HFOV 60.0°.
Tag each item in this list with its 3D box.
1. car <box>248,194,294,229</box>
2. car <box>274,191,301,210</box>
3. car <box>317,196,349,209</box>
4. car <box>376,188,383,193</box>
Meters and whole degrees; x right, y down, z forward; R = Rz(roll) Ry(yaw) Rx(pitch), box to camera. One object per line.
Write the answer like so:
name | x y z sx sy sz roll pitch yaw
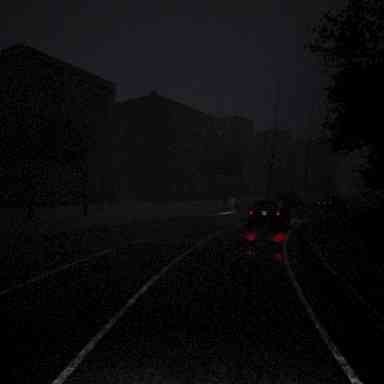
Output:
car | 5.062 1.257 21.398 2.097 1.767 4.553 0 0 23
car | 9.980 0.964 36.367 2.150 2.045 5.566 -1 0 39
car | 16.038 1.170 37.733 2.033 1.411 5.357 -1 1 43
car | 37.942 -0.320 66.898 2.097 1.767 4.553 0 2 35
